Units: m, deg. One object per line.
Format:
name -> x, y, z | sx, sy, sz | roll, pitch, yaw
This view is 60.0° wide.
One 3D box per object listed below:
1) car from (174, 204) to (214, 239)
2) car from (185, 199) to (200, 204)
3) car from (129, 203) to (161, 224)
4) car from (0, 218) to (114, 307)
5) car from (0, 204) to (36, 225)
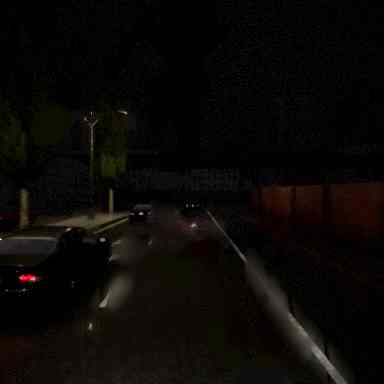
car -> 0.090, 1.543, 17.271 | 1.994, 1.385, 4.181 | 0, 0, 0
car -> 0.082, 1.504, 37.826 | 2.033, 1.411, 5.357 | 0, 0, 0
car -> -3.411, 1.519, 24.785 | 2.033, 1.411, 5.357 | 0, 0, 0
car -> -3.405, 1.538, 8.175 | 2.033, 1.411, 5.357 | 0, 0, 0
car -> -11.510, 1.505, 20.889 | 1.812, 1.442, 4.674 | 0, 0, 0
